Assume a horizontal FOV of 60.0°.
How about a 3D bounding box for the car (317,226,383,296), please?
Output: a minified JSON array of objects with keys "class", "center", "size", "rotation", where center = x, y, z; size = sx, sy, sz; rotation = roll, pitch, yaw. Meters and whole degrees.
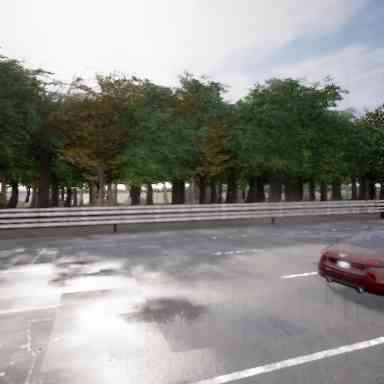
[{"class":"car","center":[5.062,1.495,7.793],"size":[4.181,1.385,1.994],"rotation":[0,0,-22]}]
